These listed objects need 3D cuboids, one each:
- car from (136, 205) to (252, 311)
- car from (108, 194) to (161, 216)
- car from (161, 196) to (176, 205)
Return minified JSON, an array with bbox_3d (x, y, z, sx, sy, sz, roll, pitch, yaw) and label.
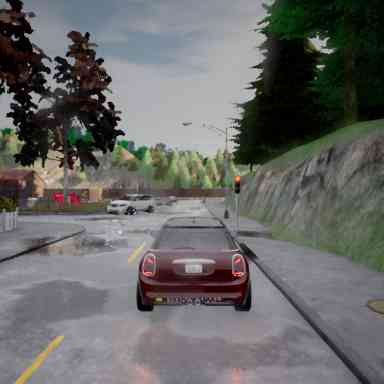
[{"bbox_3d":[0.055,1.352,7.910,2.097,1.767,4.553,0,0,1],"label":"car"},{"bbox_3d":[-5.797,1.223,32.933,2.150,2.045,5.566,2,1,29],"label":"car"},{"bbox_3d":[-4.090,1.490,51.253,2.128,1.511,4.902,0,0,0],"label":"car"}]
